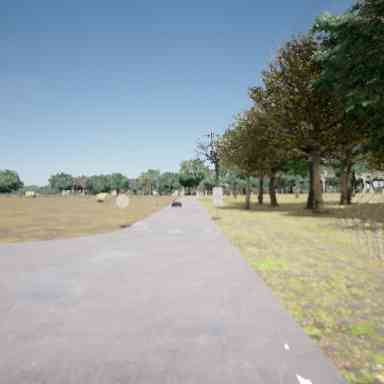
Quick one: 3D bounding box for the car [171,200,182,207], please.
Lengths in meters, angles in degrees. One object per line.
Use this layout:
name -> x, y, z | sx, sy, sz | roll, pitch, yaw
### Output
car -> -2.755, 2.067, 60.511 | 1.895, 1.301, 4.718 | 0, 0, 0
